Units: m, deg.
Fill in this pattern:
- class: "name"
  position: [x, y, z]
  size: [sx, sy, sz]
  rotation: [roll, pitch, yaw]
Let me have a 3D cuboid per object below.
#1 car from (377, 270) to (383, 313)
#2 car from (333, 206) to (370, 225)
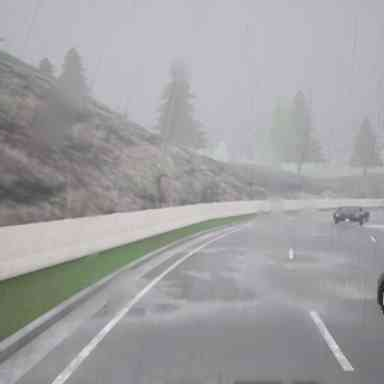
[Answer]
- class: "car"
  position: [4.143, 1.531, 4.169]
  size: [1.837, 1.490, 4.892]
  rotation: [0, 0, 6]
- class: "car"
  position: [11.981, 1.663, 24.776]
  size: [1.895, 1.301, 4.718]
  rotation: [0, 0, 35]
